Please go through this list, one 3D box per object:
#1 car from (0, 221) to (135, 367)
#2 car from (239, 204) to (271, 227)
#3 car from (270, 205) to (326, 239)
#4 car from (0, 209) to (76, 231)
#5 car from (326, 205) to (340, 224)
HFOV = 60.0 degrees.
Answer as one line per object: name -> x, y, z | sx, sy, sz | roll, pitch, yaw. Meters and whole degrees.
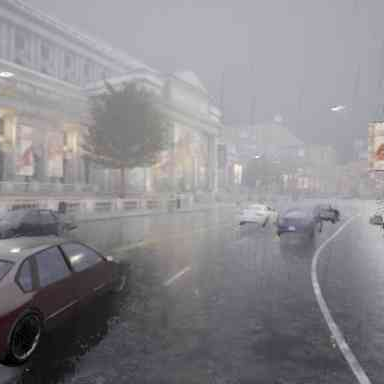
car -> -2.748, 1.518, 5.786 | 2.033, 1.411, 5.357 | 1, 0, 11
car -> 4.724, 1.590, 23.283 | 1.812, 1.442, 4.674 | 1, 0, 28
car -> 5.914, 1.601, 18.116 | 1.812, 1.442, 4.674 | 1, 0, 28
car -> -7.496, 1.468, 14.978 | 2.033, 1.411, 5.357 | 1, 0, 21
car -> 10.618, 1.697, 26.666 | 1.994, 1.385, 4.181 | 1, 0, 29
